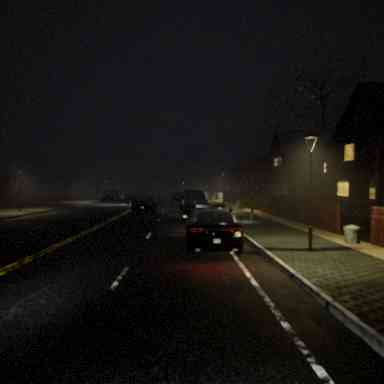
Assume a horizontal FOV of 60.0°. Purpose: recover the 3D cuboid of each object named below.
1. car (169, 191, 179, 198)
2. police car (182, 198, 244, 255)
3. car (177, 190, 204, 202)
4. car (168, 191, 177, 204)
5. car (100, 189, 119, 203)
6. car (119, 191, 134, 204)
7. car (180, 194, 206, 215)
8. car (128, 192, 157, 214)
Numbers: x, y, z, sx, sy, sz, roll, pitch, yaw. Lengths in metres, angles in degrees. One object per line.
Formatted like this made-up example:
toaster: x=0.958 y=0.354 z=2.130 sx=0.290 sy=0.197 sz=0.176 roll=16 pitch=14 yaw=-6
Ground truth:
car: x=-3.935 y=0.473 z=70.450 sx=1.882 sy=1.535 sz=5.008 roll=0 pitch=1 yaw=-5
police car: x=0.683 y=1.249 z=12.667 sx=1.930 sy=1.638 sz=5.238 roll=0 pitch=1 yaw=-2
car: x=0.036 y=0.831 z=28.675 sx=2.150 sy=2.045 sz=5.566 roll=0 pitch=1 yaw=-3
car: x=-2.011 y=0.714 z=47.085 sx=2.097 sy=1.767 sz=4.553 roll=0 pitch=1 yaw=-4
car: x=-12.060 y=0.564 z=49.313 sx=2.150 sy=2.045 sz=5.566 roll=0 pitch=0 yaw=-4
car: x=-8.689 y=0.711 z=47.641 sx=2.097 sy=1.767 sz=4.553 roll=0 pitch=1 yaw=-4
car: x=0.313 y=1.165 z=22.617 sx=1.882 sy=1.535 sz=5.008 roll=0 pitch=1 yaw=-2
car: x=-4.133 y=1.078 z=29.176 sx=1.882 sy=1.535 sz=5.008 roll=0 pitch=1 yaw=-3
